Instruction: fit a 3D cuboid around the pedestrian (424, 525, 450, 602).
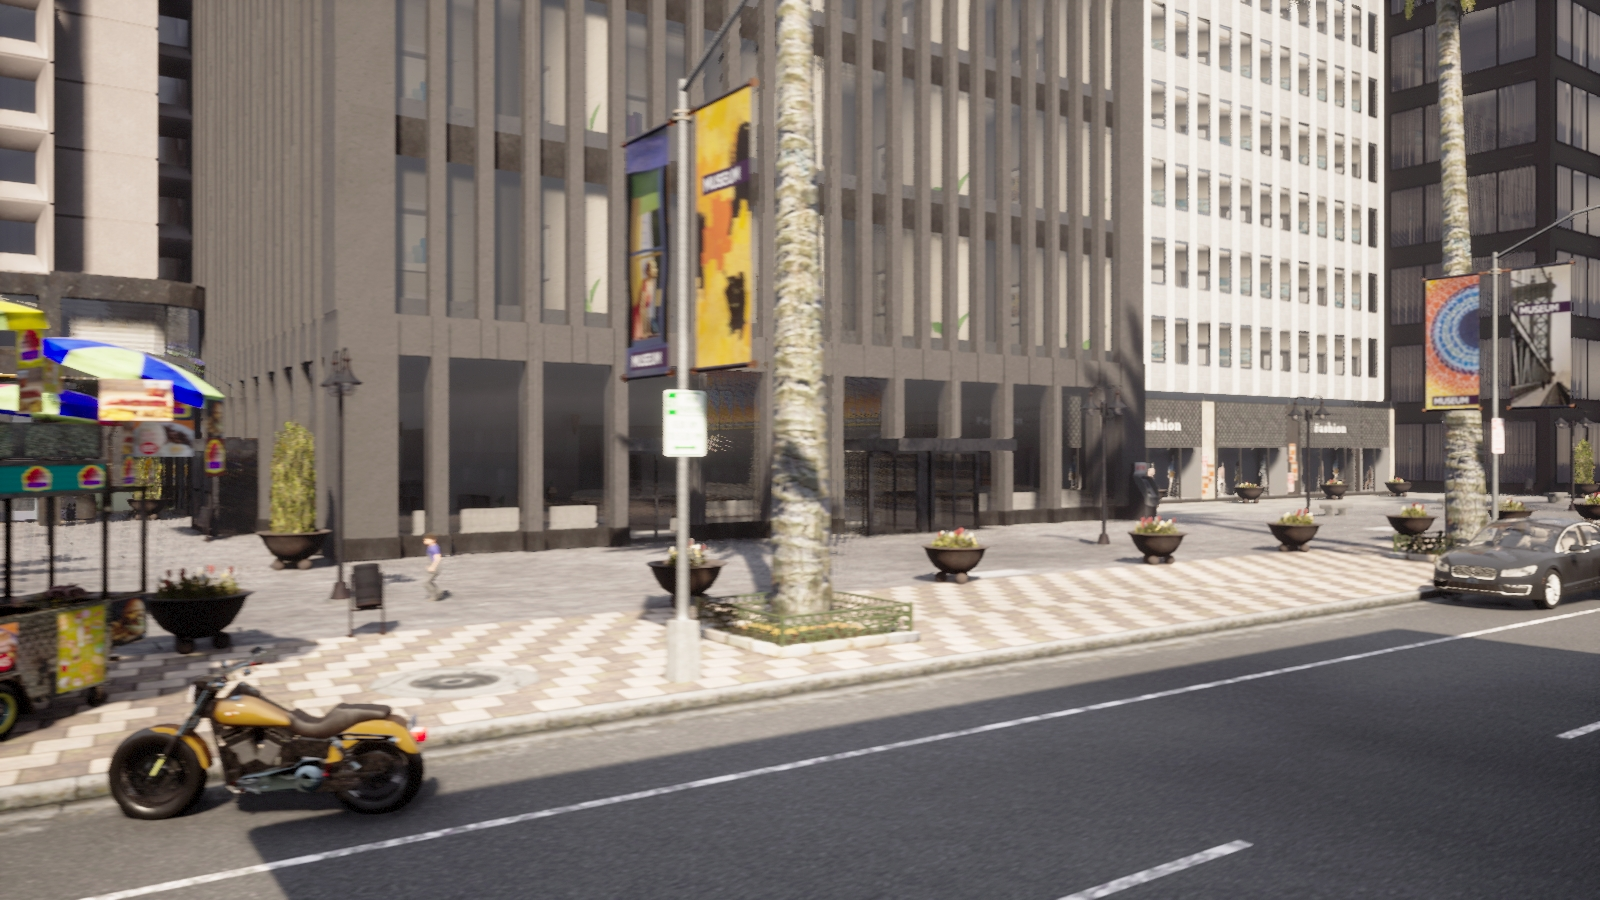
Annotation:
[{"bbox_3d":[-6.373,1.986,20.060,0.375,1.300,0.375,0,0,-28],"label":"pedestrian"}]
